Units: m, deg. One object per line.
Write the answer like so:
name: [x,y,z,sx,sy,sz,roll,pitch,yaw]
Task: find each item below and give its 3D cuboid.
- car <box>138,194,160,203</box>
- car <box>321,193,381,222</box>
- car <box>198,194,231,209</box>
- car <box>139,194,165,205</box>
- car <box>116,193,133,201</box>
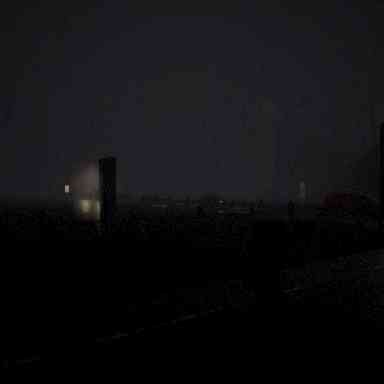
car: [-7.590,1.025,58.025,1.812,1.442,4.674,-1,1,-35]
car: [12.754,1.106,25.456,2.150,2.045,5.566,-1,1,-43]
car: [2.716,1.082,38.680,2.097,1.767,4.553,-1,1,-36]
car: [-5.931,1.093,50.771,1.837,1.490,4.892,-1,1,-36]
car: [-13.416,0.878,66.083,1.882,1.535,5.008,-1,1,-36]
